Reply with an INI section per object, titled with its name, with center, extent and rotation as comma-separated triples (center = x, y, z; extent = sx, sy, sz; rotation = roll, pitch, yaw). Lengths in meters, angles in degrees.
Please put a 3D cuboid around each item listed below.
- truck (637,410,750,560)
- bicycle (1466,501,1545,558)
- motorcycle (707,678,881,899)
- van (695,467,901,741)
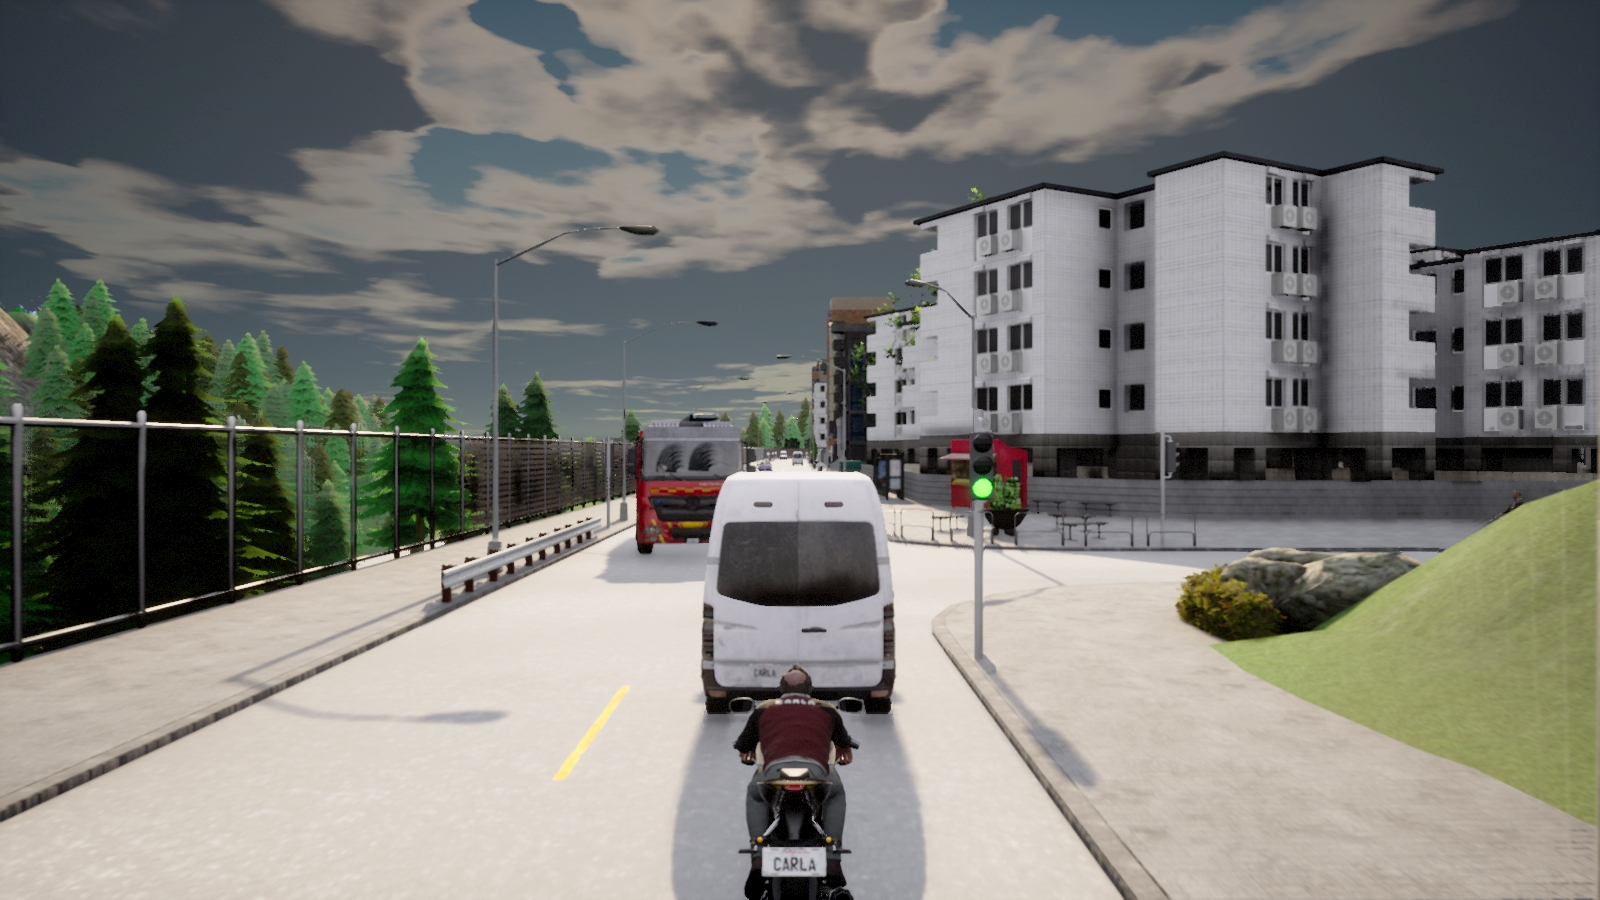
[truck]
center = -3.329, 0.892, 33.638
extent = 2.891, 3.827, 8.468
rotation = 0, 0, -8
[bicycle]
center = 18.340, 2.061, 29.703
extent = 1.835, 1.471, 0.329
rotation = 0, 0, 0
[motorcycle]
center = -0.026, 2.205, 6.806
extent = 0.867, 1.251, 2.209
rotation = 0, 0, 0
[van]
center = -0.024, 1.535, 14.018
extent = 1.988, 2.561, 5.915
rotation = 0, 0, 0
